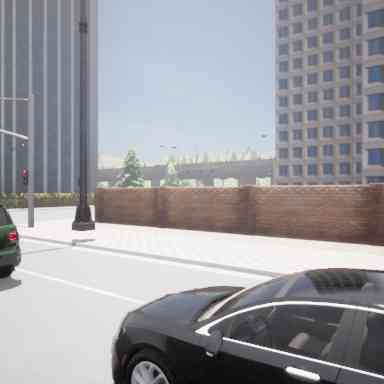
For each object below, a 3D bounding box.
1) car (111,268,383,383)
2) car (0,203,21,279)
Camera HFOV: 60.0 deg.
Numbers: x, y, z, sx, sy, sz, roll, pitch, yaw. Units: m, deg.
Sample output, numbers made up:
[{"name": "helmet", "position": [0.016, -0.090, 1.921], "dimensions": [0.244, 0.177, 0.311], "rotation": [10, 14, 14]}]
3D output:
[{"name": "car", "position": [1.328, 1.505, 3.046], "dimensions": [4.892, 1.490, 1.837], "rotation": [0, 0, 36]}, {"name": "car", "position": [-6.748, 1.221, 8.791], "dimensions": [5.566, 2.045, 2.150], "rotation": [0, 0, 35]}]
